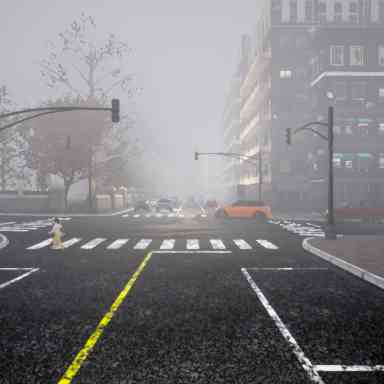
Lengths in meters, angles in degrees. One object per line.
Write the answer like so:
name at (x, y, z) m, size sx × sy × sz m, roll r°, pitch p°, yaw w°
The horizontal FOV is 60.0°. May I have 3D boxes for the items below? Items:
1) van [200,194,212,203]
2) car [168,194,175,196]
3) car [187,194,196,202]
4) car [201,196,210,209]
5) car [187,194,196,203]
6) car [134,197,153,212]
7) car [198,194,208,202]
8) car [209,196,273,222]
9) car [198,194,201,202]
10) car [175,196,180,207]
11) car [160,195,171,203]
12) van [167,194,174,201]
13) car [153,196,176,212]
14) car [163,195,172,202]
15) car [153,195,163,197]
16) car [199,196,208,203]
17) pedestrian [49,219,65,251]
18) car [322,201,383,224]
van at (2.592, 1.377, 50.988) m, size 1.690 × 1.788 × 3.998 m, roll 0°, pitch 0°, yaw 0°
car at (-3.195, 1.554, 59.232) m, size 1.837 × 1.490 × 4.892 m, roll 0°, pitch 0°, yaw 0°
car at (-0.156, 1.318, 78.827) m, size 2.097 × 1.767 × 4.553 m, roll 0°, pitch 0°, yaw 0°
car at (2.603, 1.574, 45.357) m, size 1.887 × 1.381 × 4.507 m, roll 0°, pitch 0°, yaw 0°
car at (-0.137, 1.612, 68.437) m, size 2.033 × 1.411 × 5.357 m, roll 0°, pitch 0°, yaw 0°
car at (-5.766, 1.589, 39.710) m, size 1.947 × 1.339 × 4.313 m, roll 0°, pitch 0°, yaw 0°
car at (2.535, 1.401, 79.138) m, size 2.192 × 1.841 × 5.009 m, roll 0°, pitch 0°, yaw 0°
car at (4.073, 1.387, 26.654) m, size 4.553 × 1.767 × 2.097 m, roll 1°, pitch 0°, yaw 26°
car at (2.569, 1.494, 62.248) m, size 1.967 × 1.590 × 4.097 m, roll 0°, pitch 0°, yaw 0°
car at (-3.190, 1.635, 49.041) m, size 1.895 × 1.301 × 4.718 m, roll 0°, pitch 0°, yaw 0°
car at (-5.835, 1.515, 73.492) m, size 1.967 × 1.590 × 4.097 m, roll 0°, pitch 0°, yaw 0°
van at (-5.869, 1.453, 90.382) m, size 1.690 × 1.788 × 3.998 m, roll 0°, pitch 0°, yaw 0°
car at (-3.171, 1.548, 39.117) m, size 1.812 × 1.442 × 4.674 m, roll 0°, pitch 0°, yaw 0°
car at (-5.846, 1.526, 79.121) m, size 1.967 × 1.590 × 4.097 m, roll 0°, pitch 0°, yaw 0°
car at (-5.788, 1.561, 50.801) m, size 1.752 × 1.417 × 4.829 m, roll 0°, pitch 0°, yaw 0°
car at (2.546, 1.619, 73.508) m, size 1.887 × 1.381 × 4.507 m, roll 0°, pitch 0°, yaw 0°
pedestrian at (-5.138, 1.577, 12.781) m, size 0.375 × 1.300 × 0.375 m, roll 0°, pitch 0°, yaw 0°
car at (13.413, 1.609, 27.426) m, size 5.009 × 1.841 × 2.192 m, roll 1°, pitch -1°, yaw -1°
